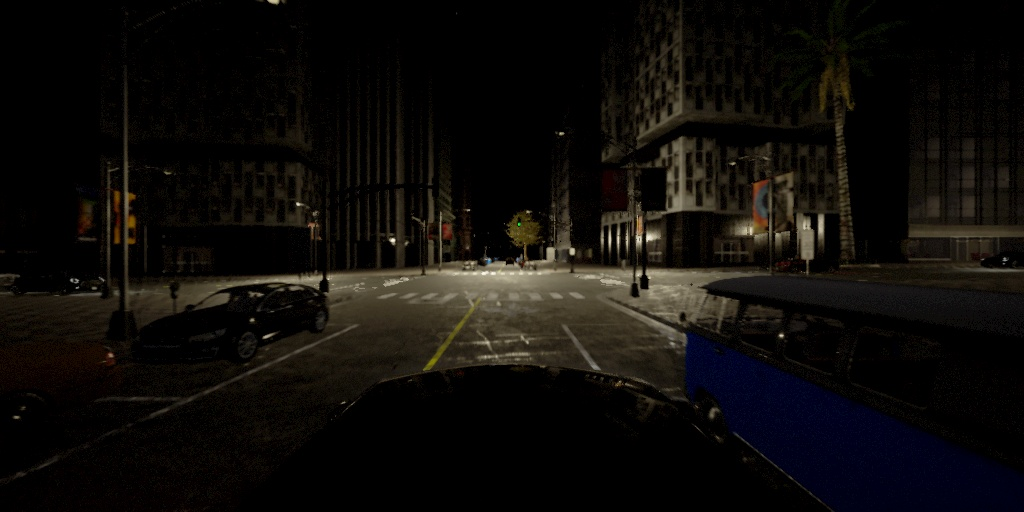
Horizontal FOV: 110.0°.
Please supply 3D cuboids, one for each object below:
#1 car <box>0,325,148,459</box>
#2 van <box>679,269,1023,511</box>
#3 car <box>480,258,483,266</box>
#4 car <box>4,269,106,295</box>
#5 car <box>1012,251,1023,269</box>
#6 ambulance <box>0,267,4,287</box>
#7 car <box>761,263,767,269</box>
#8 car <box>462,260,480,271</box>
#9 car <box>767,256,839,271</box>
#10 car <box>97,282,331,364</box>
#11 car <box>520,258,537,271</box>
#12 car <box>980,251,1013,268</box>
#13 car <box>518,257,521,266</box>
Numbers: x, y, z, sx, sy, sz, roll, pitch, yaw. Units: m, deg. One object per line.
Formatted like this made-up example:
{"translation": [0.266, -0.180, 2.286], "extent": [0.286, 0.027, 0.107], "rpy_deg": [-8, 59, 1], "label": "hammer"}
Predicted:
{"translation": [-5.763, 1.276, 2.369], "extent": [1.751, 1.417, 4.829], "rpy_deg": [0, 0, 0], "label": "car"}
{"translation": [2.762, 1.092, 2.543], "extent": [1.690, 1.789, 3.998], "rpy_deg": [0, 0, 0], "label": "van"}
{"translation": [-6.015, 1.388, 55.226], "extent": [2.007, 1.370, 4.403], "rpy_deg": [0, 0, -1], "label": "car"}
{"translation": [-31.009, 1.690, 24.674], "extent": [4.553, 1.767, 2.097], "rpy_deg": [-1, 0, 0], "label": "car"}
{"translation": [48.476, 0.428, 31.765], "extent": [4.902, 1.511, 2.128], "rpy_deg": [-1, 0, 0], "label": "car"}
{"translation": [-42.591, 1.584, 27.948], "extent": [6.366, 2.431, 2.351], "rpy_deg": [-1, 0, 0], "label": "ambulance"}
{"translation": [27.141, 0.889, 34.970], "extent": [4.718, 1.301, 1.895], "rpy_deg": [-1, 0, 0], "label": "car"}
{"translation": [-5.969, 1.379, 50.234], "extent": [2.007, 1.370, 4.403], "rpy_deg": [0, 0, -1], "label": "car"}
{"translation": [25.934, 0.787, 31.715], "extent": [5.008, 1.535, 1.882], "rpy_deg": [-1, 0, 0], "label": "car"}
{"translation": [-5.764, 1.309, 8.052], "extent": [2.007, 1.370, 4.403], "rpy_deg": [0, 0, 0], "label": "car"}
{"translation": [2.556, 1.379, 50.310], "extent": [2.007, 1.370, 4.403], "rpy_deg": [0, 0, -1], "label": "car"}
{"translation": [48.998, 0.276, 35.014], "extent": [4.553, 1.767, 2.097], "rpy_deg": [-1, 0, 0], "label": "car"}
{"translation": [2.454, 1.394, 61.199], "extent": [1.888, 1.381, 4.507], "rpy_deg": [0, 0, -1], "label": "car"}
